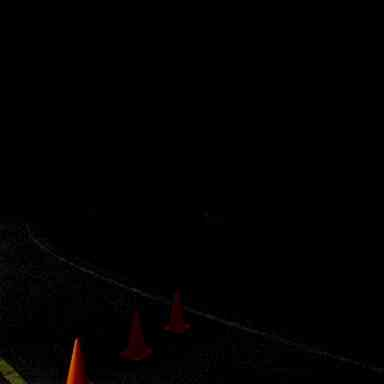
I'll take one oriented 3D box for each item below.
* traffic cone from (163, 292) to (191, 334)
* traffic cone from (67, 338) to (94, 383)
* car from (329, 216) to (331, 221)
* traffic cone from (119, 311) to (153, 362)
[{"bbox_3d":[-0.245,1.931,5.441,0.340,0.580,0.340,1,1,31],"label":"traffic cone"},{"bbox_3d":[-1.284,1.945,3.740,0.340,0.580,0.340,1,1,31],"label":"traffic cone"},{"bbox_3d":[35.606,6.632,82.739,1.851,1.617,3.988,-4,-3,4],"label":"car"},{"bbox_3d":[-0.765,1.938,4.590,0.340,0.580,0.340,1,1,31],"label":"traffic cone"}]
